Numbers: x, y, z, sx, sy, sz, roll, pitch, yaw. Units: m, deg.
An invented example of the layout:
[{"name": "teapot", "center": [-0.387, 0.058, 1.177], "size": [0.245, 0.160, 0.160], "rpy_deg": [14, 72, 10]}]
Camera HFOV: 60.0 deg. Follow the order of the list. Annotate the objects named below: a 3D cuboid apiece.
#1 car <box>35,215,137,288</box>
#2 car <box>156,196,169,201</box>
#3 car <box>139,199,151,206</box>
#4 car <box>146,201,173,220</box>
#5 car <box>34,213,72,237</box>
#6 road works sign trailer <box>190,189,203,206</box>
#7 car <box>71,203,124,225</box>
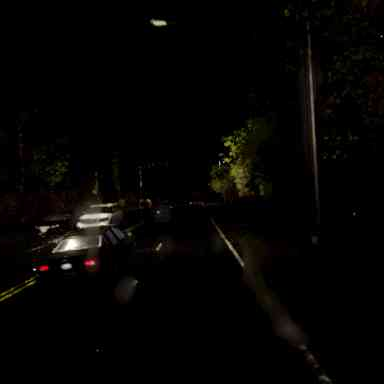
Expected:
[{"name": "car", "center": [-3.152, 1.866, 10.915], "size": [2.033, 1.411, 5.357], "rpy_deg": [-7, 1, 0]}, {"name": "car", "center": [-5.668, 1.713, 65.093], "size": [2.097, 1.767, 4.553], "rpy_deg": [16, -3, 2]}, {"name": "car", "center": [-9.128, 2.032, 65.070], "size": [1.882, 1.535, 5.008], "rpy_deg": [0, -5, 1]}, {"name": "car", "center": [-2.903, 1.891, 31.951], "size": [1.994, 1.385, 4.181], "rpy_deg": [0, -1, 0]}, {"name": "car", "center": [-9.722, 2.307, 24.285], "size": [2.128, 1.511, 4.902], "rpy_deg": [-3, -1, 1]}, {"name": "road works sign trailer", "center": [0.737, 1.183, 72.249], "size": [2.380, 3.560, 2.880], "rpy_deg": [-3, 0, 1]}, {"name": "car", "center": [-6.449, 1.882, 24.147], "size": [2.150, 2.045, 5.566], "rpy_deg": [-3, -1, 1]}]
